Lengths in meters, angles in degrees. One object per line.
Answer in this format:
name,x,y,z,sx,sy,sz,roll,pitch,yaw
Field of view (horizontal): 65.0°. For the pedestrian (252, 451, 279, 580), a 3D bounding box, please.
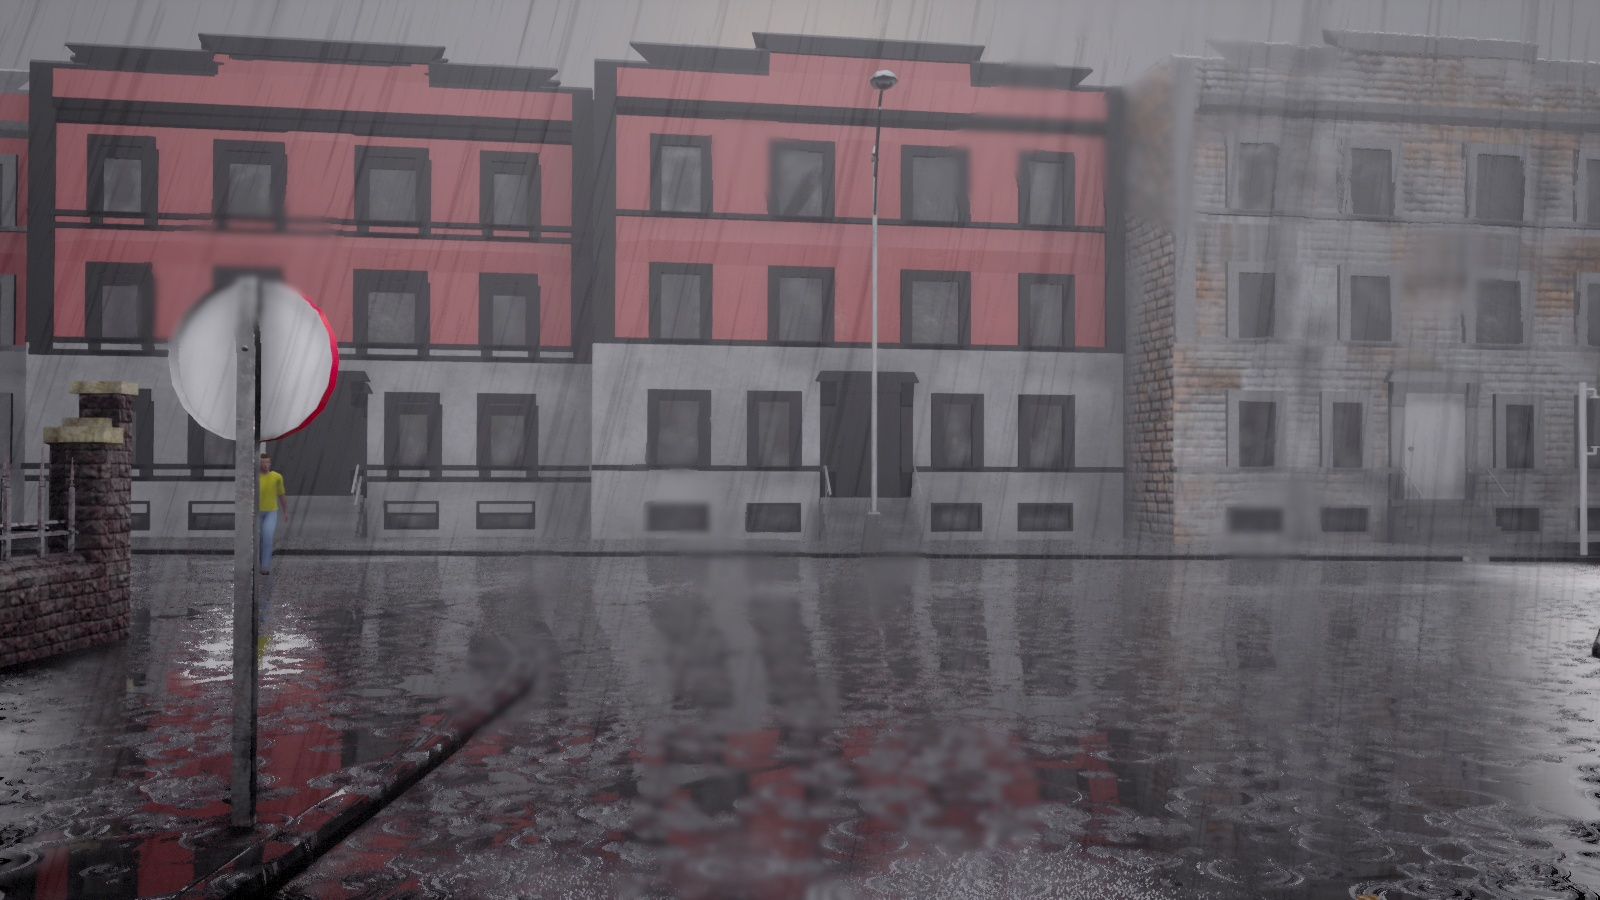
pedestrian,-7.785,0.942,18.302,0.354,1.836,0.706,0,-1,-22
